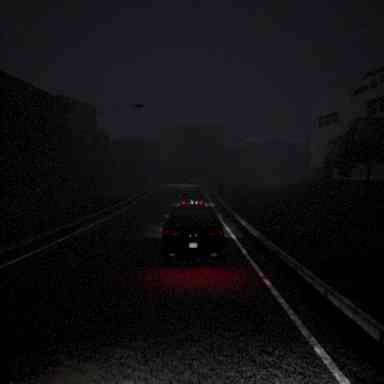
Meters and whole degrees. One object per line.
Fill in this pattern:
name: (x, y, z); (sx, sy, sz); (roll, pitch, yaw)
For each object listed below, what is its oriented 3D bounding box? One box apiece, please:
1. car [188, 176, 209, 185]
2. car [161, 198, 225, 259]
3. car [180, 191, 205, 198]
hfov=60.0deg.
car: (1.133, -2.154, 61.547); (1.882, 1.535, 5.008); (3, 6, 36)
car: (0.039, 1.215, 11.505); (1.882, 1.535, 5.008); (0, 2, 0)
car: (0.029, 0.645, 25.424); (2.033, 1.411, 5.357); (0, 3, 0)
